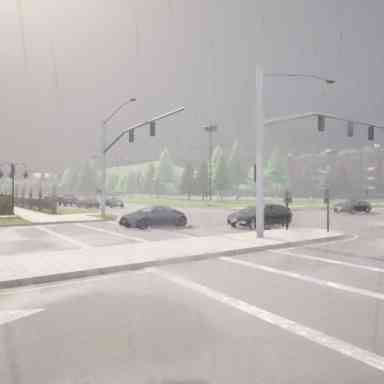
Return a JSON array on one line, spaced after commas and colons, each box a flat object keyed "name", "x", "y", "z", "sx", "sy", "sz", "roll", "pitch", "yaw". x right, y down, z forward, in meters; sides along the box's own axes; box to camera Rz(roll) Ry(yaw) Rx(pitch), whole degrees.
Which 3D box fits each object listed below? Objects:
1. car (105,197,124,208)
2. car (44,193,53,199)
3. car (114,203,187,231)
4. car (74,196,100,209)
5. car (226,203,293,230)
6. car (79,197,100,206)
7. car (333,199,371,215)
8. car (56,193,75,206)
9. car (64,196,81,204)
[{"name": "car", "x": -11.387, "y": 1.491, "z": 47.620, "sx": 2.128, "sy": 1.511, "sz": 4.902, "roll": 0, "pitch": 0, "yaw": -36}, {"name": "car", "x": -26.038, "y": 1.221, "z": 61.947, "sx": 2.150, "sy": 2.045, "sz": 5.566, "roll": 0, "pitch": 0, "yaw": -35}, {"name": "car", "x": -2.357, "y": 1.564, "z": 20.723, "sx": 4.181, "sy": 1.385, "sz": 1.994, "roll": 0, "pitch": 0, "yaw": -35}, {"name": "car", "x": -14.192, "y": 1.601, "z": 45.524, "sx": 1.895, "sy": 1.301, "sz": 4.718, "roll": 0, "pitch": 0, "yaw": -36}, {"name": "car", "x": 4.376, "y": 1.505, "z": 21.216, "sx": 4.892, "sy": 1.490, "sz": 1.837, "roll": 0, "pitch": 0, "yaw": -35}, {"name": "car", "x": -17.146, "y": 1.564, "z": 55.563, "sx": 1.994, "sy": 1.385, "sz": 4.181, "roll": 0, "pitch": 0, "yaw": -36}, {"name": "car", "x": 16.479, "y": 1.491, "z": 34.123, "sx": 4.902, "sy": 1.511, "sz": 2.128, "roll": 0, "pitch": 0, "yaw": -35}, {"name": "car", "x": -19.903, "y": 1.221, "z": 53.400, "sx": 2.150, "sy": 2.045, "sz": 5.566, "roll": 0, "pitch": 0, "yaw": -36}, {"name": "car", "x": -22.954, "y": 1.564, "z": 63.658, "sx": 1.994, "sy": 1.385, "sz": 4.181, "roll": 0, "pitch": 0, "yaw": -36}]
